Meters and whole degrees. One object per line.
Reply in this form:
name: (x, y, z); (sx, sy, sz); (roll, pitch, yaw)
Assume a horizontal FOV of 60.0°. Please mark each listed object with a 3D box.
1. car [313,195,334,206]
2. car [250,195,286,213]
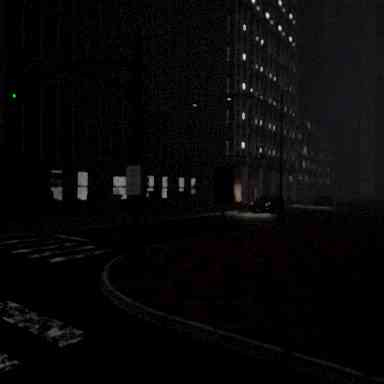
car: (18.594, 1.156, 46.971); (1.882, 1.535, 5.008); (1, 1, 37)
car: (7.339, 1.053, 32.023); (2.097, 1.767, 4.553); (1, 1, 37)
